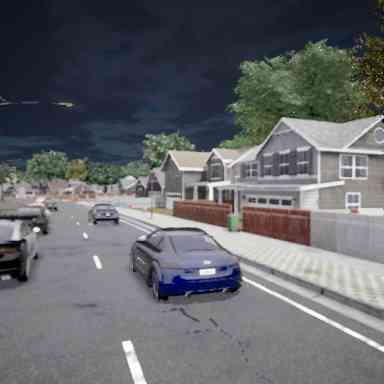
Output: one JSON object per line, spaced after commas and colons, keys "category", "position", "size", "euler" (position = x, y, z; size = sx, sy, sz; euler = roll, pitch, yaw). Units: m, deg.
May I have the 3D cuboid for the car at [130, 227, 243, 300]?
{"category": "car", "position": [-0.367, 1.611, 8.682], "size": [1.994, 1.385, 4.181], "euler": [0, 0, -20]}

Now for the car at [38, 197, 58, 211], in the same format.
{"category": "car", "position": [-17.920, 1.649, 41.783], "size": [2.033, 1.411, 5.357], "euler": [0, 0, -25]}

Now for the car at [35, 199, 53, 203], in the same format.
{"category": "car", "position": [-11.493, 1.531, 24.689], "size": [1.801, 1.575, 5.366], "euler": [0, 0, -23]}

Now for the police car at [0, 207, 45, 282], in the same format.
{"category": "police car", "position": [-5.623, 1.463, 9.688], "size": [1.930, 1.638, 5.238], "euler": [0, 0, -20]}

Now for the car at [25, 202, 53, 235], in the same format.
{"category": "car", "position": [-9.157, 1.570, 18.944], "size": [1.837, 1.490, 4.892], "euler": [0, 0, -22]}

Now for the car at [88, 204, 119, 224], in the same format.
{"category": "car", "position": [-6.848, 1.637, 25.545], "size": [2.033, 1.411, 5.357], "euler": [0, 0, -22]}
